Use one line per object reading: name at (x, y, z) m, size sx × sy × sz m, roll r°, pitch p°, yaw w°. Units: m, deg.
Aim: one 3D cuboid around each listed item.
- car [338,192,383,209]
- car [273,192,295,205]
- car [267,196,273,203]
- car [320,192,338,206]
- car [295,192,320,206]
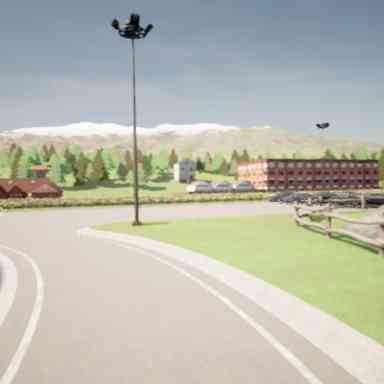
car at (17.302, 0.838, 32.252) m, size 5.357 × 1.411 × 2.033 m, roll -1°, pitch 1°, yaw -18°
car at (13.511, 0.807, 42.054) m, size 5.357 × 1.411 × 2.033 m, roll -1°, pitch 1°, yaw -18°
car at (12.640, 0.743, 45.439) m, size 4.892 × 1.490 × 1.837 m, roll -2°, pitch 1°, yaw -18°
car at (16.816, 0.753, 35.766) m, size 4.902 × 1.511 × 2.128 m, roll -1°, pitch 1°, yaw -18°
car at (15.117, 0.739, 38.892) m, size 5.008 × 1.535 × 1.882 m, roll -1°, pitch 1°, yaw -18°
